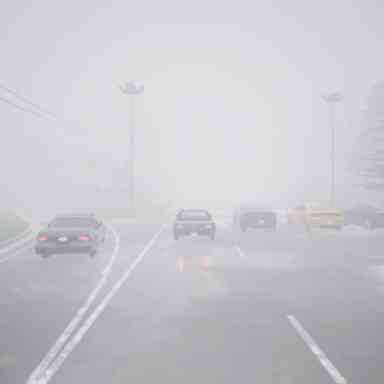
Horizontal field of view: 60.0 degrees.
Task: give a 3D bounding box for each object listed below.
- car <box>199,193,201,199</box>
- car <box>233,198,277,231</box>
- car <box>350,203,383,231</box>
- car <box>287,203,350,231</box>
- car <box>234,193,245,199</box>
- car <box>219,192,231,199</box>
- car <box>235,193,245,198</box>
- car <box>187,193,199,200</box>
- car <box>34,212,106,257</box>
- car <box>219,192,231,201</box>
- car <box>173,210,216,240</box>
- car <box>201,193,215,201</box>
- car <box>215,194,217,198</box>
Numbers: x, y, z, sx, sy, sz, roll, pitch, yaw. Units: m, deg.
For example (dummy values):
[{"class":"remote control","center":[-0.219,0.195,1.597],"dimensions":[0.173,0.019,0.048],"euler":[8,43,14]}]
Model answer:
[{"class":"car","center":[1.361,1.047,84.505],"dimensions":[1.882,1.535,5.008],"euler":[0,0,17]},{"class":"car","center":[3.599,1.378,19.686],"dimensions":[1.882,1.535,5.008],"euler":[0,0,0]},{"class":"car","center":[10.598,1.379,19.685],"dimensions":[1.882,1.535,5.008],"euler":[0,0,0]},{"class":"car","center":[7.099,1.378,19.691],"dimensions":[1.882,1.535,5.008],"euler":[0,0,0]},{"class":"car","center":[11.978,1.073,83.619],"dimensions":[2.033,1.411,5.357],"euler":[0,0,17]},{"class":"car","center":[8.343,0.791,83.609],"dimensions":[2.097,1.767,4.553],"euler":[0,0,17]},{"class":"car","center":[10.507,1.129,73.342],"dimensions":[1.837,1.490,4.892],"euler":[0,0,2]},{"class":"car","center":[0.029,1.175,74.735],"dimensions":[1.994,1.385,4.181],"euler":[0,0,2]},{"class":"car","center":[-4.403,1.483,12.662],"dimensions":[2.033,1.411,5.357],"euler":[0,0,-10]},{"class":"car","center":[7.013,1.151,73.730],"dimensions":[1.812,1.442,4.674],"euler":[0,0,2]},{"class":"car","center":[0.099,1.517,16.556],"dimensions":[1.895,1.301,4.718],"euler":[0,0,0]},{"class":"car","center":[3.524,1.124,74.437],"dimensions":[1.837,1.490,4.892],"euler":[0,0,2]},{"class":"car","center":[4.949,0.906,84.456],"dimensions":[1.882,1.535,5.008],"euler":[0,0,17]}]
